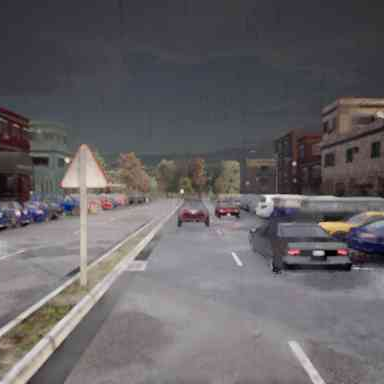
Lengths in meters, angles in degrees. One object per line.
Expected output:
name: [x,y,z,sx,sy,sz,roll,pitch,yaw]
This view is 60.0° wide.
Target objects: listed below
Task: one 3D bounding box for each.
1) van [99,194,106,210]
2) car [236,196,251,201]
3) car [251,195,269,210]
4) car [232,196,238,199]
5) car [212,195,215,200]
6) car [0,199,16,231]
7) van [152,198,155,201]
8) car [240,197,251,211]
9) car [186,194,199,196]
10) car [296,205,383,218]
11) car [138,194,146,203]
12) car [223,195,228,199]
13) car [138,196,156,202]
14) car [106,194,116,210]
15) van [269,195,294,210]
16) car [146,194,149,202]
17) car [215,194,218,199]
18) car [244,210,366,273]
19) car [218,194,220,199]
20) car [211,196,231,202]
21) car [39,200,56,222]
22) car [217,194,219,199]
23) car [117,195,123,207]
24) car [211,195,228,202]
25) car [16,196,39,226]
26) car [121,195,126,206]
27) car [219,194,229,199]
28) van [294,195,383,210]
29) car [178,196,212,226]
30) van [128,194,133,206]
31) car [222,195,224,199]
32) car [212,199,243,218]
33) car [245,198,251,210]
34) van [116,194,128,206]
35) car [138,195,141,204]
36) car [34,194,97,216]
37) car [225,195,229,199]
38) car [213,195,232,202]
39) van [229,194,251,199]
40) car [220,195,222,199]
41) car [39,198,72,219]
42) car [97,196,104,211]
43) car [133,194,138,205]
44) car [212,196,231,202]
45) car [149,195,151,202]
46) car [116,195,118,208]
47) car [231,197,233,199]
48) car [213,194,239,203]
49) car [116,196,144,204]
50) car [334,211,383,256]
van: [-12.450,1.278,37.522,4.442,1.987,1.878,0,0,0]
car: [7.623,1.515,35.998,4.892,1.521,2.231,0,0,0]
car: [7.661,1.235,24.971,5.566,2.045,2.435,0,0,0]
car: [7.814,1.521,38.754,5.366,1.575,1.946,0,0,0]
car: [7.435,1.720,71.840,5.366,1.575,1.946,0,0,0]
car: [-12.545,1.328,18.067,4.553,1.767,2.185,0,0,0]
van: [-12.425,1.606,84.643,4.442,1.987,1.878,0,0,0]
car: [7.659,1.535,33.240,4.792,1.488,2.163,0,0,0]
car: [0.084,1.278,41.167,2.150,2.045,5.566,0,0,0]
car: [7.450,1.473,13.941,5.366,1.575,1.946,0,0,0]
car: [-12.523,1.421,65.187,5.566,2.045,2.435,0,0,0]
car: [7.620,1.575,49.783,4.892,1.521,2.231,0,0,0]
car: [-12.508,1.890,92.985,4.792,1.488,2.163,0,0,0]
car: [-12.537,1.264,40.299,5.566,2.045,2.435,0,0,0]
van: [7.750,1.257,22.212,4.442,1.987,1.878,0,0,0]
car: [-12.578,1.468,70.871,5.566,2.045,2.435,0,0,0]
car: [7.627,1.680,66.325,5.008,1.535,2.097,0,0,0]
car: [3.102,1.543,10.634,2.033,1.411,5.357,0,0,0]
car: [7.654,1.515,60.812,4.553,1.767,2.185,0,0,0]
car: [7.621,1.837,88.386,5.008,1.535,2.097,0,0,0]
car: [-12.571,1.502,23.626,4.674,1.452,2.002,0,0,0]
car: [7.653,1.534,63.569,4.553,1.767,2.185,0,0,0]
car: [-12.532,1.572,45.857,4.792,1.488,2.163,0,0,0]
car: [7.584,1.722,91.149,4.553,1.767,2.185,0,0,0]
car: [-12.544,1.332,20.847,4.553,1.767,2.185,0,0,0]
car: [-12.558,1.597,48.511,4.674,1.452,2.002,0,0,0]
car: [7.593,1.496,58.054,4.553,1.767,2.185,0,0,0]
van: [7.751,1.251,16.700,4.442,1.987,1.878,0,0,0]
car: [0.093,1.357,23.606,2.097,1.767,4.553,0,0,0]
van: [-12.441,1.365,54.194,4.442,1.987,1.878,0,0,0]
car: [7.619,1.589,52.540,4.892,1.521,2.231,0,0,0]
car: [3.085,1.618,30.130,1.895,1.301,4.718,0,0,0]
car: [7.633,1.538,30.484,4.674,1.452,2.002,0,0,0]
van: [-12.676,1.348,51.417,4.442,1.987,1.878,0,0,0]
car: [-12.550,1.690,62.466,4.674,1.452,2.002,0,0,0]
car: [-12.541,1.232,31.964,5.566,2.045,2.435,0,0,0]
car: [7.620,1.560,47.027,4.892,1.521,2.231,0,0,0]
car: [7.586,1.681,82.874,4.553,1.767,2.185,0,0,0]
van: [7.510,1.320,44.147,4.442,1.987,1.878,0,0,0]
car: [7.618,1.606,55.297,4.892,1.521,2.231,0,0,0]
car: [-12.566,1.470,26.405,4.892,1.521,2.231,0,0,0]
car: [-12.382,1.491,34.741,5.366,1.575,1.946,0,0,0]
car: [-12.584,1.359,56.975,5.566,2.045,2.435,0,0,0]
car: [7.614,1.862,85.630,4.674,1.452,2.002,0,0,0]
car: [-12.540,1.765,76.301,5.008,1.535,2.097,0,0,0]
car: [-12.557,1.530,43.079,4.892,1.521,2.231,0,0,0]
car: [7.625,1.574,41.512,4.674,1.452,2.002,0,0,0]
car: [7.648,1.494,74.599,5.566,2.045,2.435,0,0,0]
car: [-12.735,1.692,68.089,5.366,1.575,1.946,0,0,0]
car: [7.633,1.516,11.183,4.674,1.452,2.002,0,0,0]
